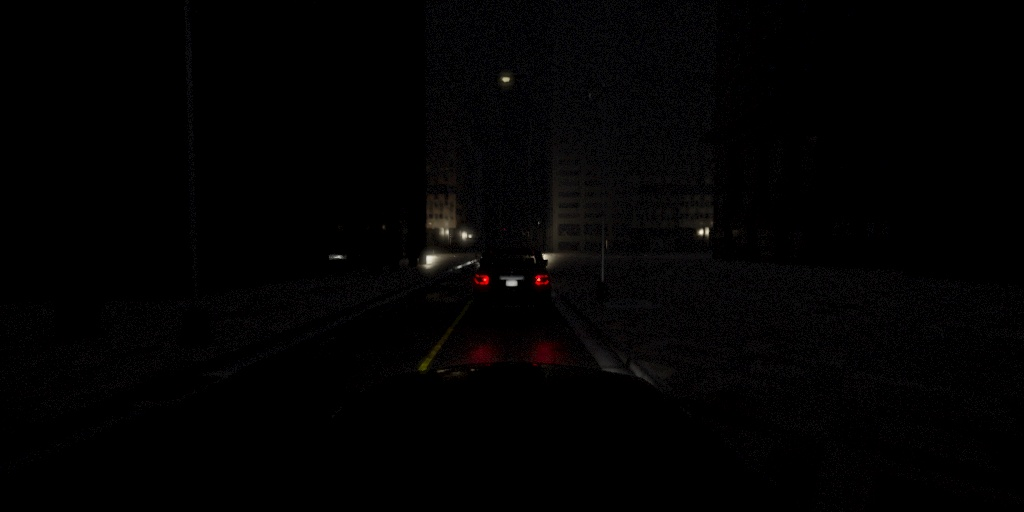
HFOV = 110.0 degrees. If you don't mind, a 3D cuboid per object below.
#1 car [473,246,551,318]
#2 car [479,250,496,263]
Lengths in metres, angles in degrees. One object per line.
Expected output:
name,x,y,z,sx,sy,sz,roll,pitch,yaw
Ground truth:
car,0.046,0.696,11.803,2.150,2.045,5.566,0,2,1
car,-3.119,0.029,46.531,1.837,1.490,4.892,0,1,0
